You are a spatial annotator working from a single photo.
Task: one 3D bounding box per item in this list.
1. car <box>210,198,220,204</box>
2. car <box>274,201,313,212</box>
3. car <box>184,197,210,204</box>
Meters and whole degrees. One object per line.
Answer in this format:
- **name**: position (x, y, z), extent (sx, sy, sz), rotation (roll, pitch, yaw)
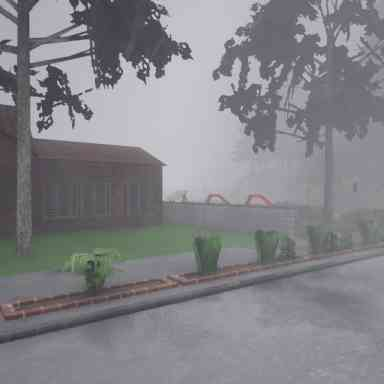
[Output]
- **car**: position (2.335, 1.547, 54.438), extent (2.033, 1.411, 5.357), rotation (0, 0, -36)
- **car**: position (10.550, 1.600, 35.904), extent (1.895, 1.301, 4.718), rotation (0, 0, -36)
- **car**: position (0.126, 1.600, 50.544), extent (1.895, 1.301, 4.718), rotation (0, 0, -35)
